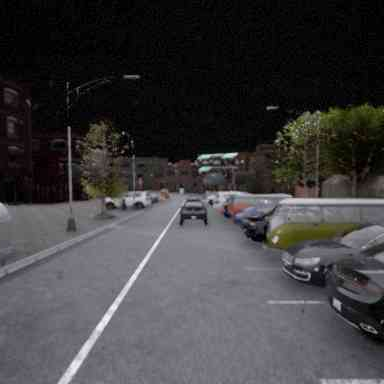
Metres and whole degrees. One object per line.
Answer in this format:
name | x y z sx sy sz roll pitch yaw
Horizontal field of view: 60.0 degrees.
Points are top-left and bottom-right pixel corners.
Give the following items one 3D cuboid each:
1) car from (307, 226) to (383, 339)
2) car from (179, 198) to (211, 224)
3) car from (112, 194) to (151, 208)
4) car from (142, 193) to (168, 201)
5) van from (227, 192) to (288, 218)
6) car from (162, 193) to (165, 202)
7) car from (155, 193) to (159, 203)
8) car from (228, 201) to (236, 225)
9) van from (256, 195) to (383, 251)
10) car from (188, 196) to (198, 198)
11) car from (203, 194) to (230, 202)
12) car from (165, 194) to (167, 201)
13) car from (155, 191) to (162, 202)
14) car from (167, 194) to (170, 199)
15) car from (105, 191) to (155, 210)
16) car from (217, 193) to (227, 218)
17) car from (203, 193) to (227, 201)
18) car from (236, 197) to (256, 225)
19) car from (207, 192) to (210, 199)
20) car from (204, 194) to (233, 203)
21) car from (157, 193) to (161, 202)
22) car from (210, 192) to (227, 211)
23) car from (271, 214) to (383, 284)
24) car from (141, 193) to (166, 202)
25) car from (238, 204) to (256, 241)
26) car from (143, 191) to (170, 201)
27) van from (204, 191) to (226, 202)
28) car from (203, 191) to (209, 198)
car | 4.646 1.453 5.119 4.892 1.521 2.231 0 0 0
car | 0.110 1.376 23.648 1.837 1.490 4.892 0 0 0
car | -7.630 1.126 42.510 4.553 1.767 2.185 0 0 0
car | -7.656 1.083 68.976 5.008 1.535 2.097 0 1 0
van | 4.776 1.136 21.880 4.442 1.987 1.878 0 0 0
car | -7.662 1.174 57.202 4.892 1.521 2.231 0 0 0
car | -7.656 1.260 48.512 4.674 1.452 2.002 0 0 0
car | 4.656 1.417 19.088 4.674 1.452 2.002 0 0 0
van | 4.538 1.196 10.706 4.442 1.987 1.878 0 0 0
car | 0.118 1.282 41.766 1.837 1.490 4.892 0 1 0
car | 4.684 1.138 63.783 4.892 1.521 2.231 0 0 0
car | -7.839 1.154 60.265 5.366 1.575 1.946 0 0 0
car | -7.688 1.062 54.389 4.553 1.767 2.185 0 0 0
car | -7.468 1.138 63.204 5.366 1.575 1.946 0 0 0
car | -7.691 1.015 39.697 5.566 2.045 2.435 0 0 0
car | 4.631 1.206 27.468 4.553 1.767 2.185 0 0 0
car | 4.674 1.075 69.385 4.892 1.521 2.231 0 1 0
car | 4.688 1.266 16.295 4.553 1.767 2.185 0 0 0
car | 4.700 1.116 44.354 4.553 1.767 2.185 0 0 0
car | 4.669 1.168 58.323 4.892 1.521 2.231 0 0 0
car | -7.687 1.233 51.451 4.792 1.488 2.163 0 0 0
car | 4.691 1.066 30.262 5.566 2.045 2.435 0 0 0
car | 4.660 1.438 7.914 4.892 1.521 2.231 0 0 0
car | -7.621 0.995 66.145 4.553 1.767 2.185 0 0 0
car | 4.651 1.406 13.625 5.008 1.535 2.097 0 0 0
car | -7.621 0.768 71.916 5.566 2.045 2.435 0 1 0
van | 4.562 0.891 66.575 4.442 1.987 1.878 0 1 0
car | 4.643 0.961 49.816 5.566 2.045 2.435 0 0 0
